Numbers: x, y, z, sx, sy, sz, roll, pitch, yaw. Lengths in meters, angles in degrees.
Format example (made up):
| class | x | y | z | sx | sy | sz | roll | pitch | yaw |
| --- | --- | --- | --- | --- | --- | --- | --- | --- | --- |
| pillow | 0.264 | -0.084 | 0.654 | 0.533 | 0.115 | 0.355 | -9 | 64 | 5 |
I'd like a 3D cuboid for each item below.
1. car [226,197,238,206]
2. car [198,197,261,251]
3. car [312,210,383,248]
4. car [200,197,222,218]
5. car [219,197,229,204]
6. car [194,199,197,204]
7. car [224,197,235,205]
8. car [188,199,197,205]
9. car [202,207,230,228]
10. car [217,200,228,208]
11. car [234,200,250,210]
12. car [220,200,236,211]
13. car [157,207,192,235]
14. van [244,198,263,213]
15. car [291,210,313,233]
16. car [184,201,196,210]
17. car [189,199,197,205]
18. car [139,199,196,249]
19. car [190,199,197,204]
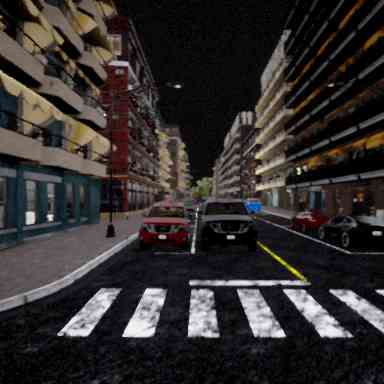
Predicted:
| class | x | y | z | sx | sy | sz | roll | pitch | yaw |
| --- | --- | --- | --- | --- | --- | --- | --- | --- | --- |
| car | 8.442 | 2.026 | 70.798 | 2.192 | 1.841 | 5.009 | 1 | -1 | 1 |
| car | 1.486 | 1.338 | 14.946 | 2.150 | 2.045 | 5.566 | 0 | -1 | 1 |
| car | 7.293 | 1.674 | 15.100 | 1.947 | 1.339 | 4.313 | 1 | -1 | 1 |
| car | 1.924 | 1.559 | 35.426 | 2.150 | 2.045 | 5.566 | 0 | -1 | 2 |
| car | 8.901 | 2.270 | 93.077 | 2.192 | 1.841 | 5.009 | 1 | -1 | 1 |
| car | -0.511 | 1.992 | 43.160 | 1.947 | 1.339 | 4.313 | 1 | -1 | 1 |
| car | 8.557 | 2.087 | 76.367 | 2.192 | 1.841 | 5.009 | 1 | -1 | 1 |
| car | 0.176 | 2.333 | 76.578 | 1.887 | 1.381 | 4.507 | 1 | -1 | 1 |
| car | 1.693 | 1.824 | 24.881 | 1.895 | 1.301 | 4.718 | 0 | -1 | 1 |
| car | 5.650 | 2.142 | 61.643 | 1.812 | 1.442 | 4.674 | 0 | -1 | 1 |
| car | 8.096 | 2.074 | 54.087 | 1.887 | 1.381 | 4.507 | 1 | -1 | 1 |
| car | 5.451 | 2.048 | 50.996 | 2.033 | 1.411 | 5.357 | 0 | -1 | 0 |
| car | -0.969 | 1.729 | 20.882 | 1.887 | 1.381 | 4.507 | 1 | -1 | 1 |
| van | 7.869 | 1.750 | 42.951 | 1.690 | 1.788 | 3.998 | 1 | -1 | 1 |
| car | 7.408 | 1.750 | 20.669 | 1.802 | 1.307 | 4.206 | 1 | -1 | 1 |
| car | -0.282 | 2.112 | 54.299 | 1.947 | 1.339 | 4.313 | 1 | -1 | 1 |
| car | 0.290 | 2.431 | 82.146 | 1.802 | 1.307 | 4.206 | 1 | -1 | 1 |
| car | -1.081 | 1.440 | 15.314 | 2.192 | 1.841 | 5.009 | 1 | -1 | 1 |
| car | 0.405 | 2.492 | 87.716 | 1.802 | 1.307 | 4.206 | 1 | -1 | 1 |
